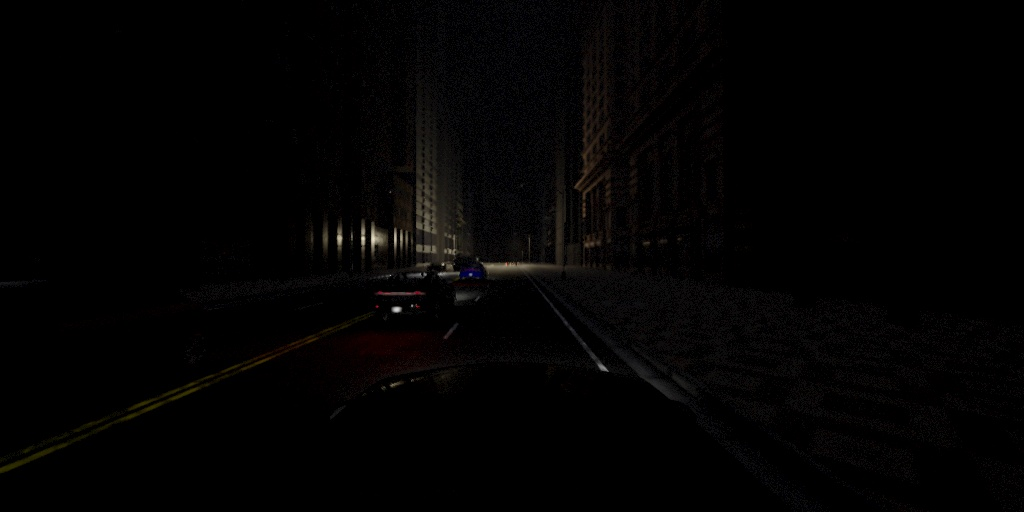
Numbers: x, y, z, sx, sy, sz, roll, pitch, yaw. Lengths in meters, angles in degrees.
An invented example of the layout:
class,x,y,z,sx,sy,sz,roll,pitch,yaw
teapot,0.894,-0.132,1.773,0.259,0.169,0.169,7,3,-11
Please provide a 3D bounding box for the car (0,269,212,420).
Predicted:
class,x,y,z,sx,sy,sz,roll,pitch,yaw
car,-6.600,1.106,4.677,2.097,1.767,4.553,0,0,0

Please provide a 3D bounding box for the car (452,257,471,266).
class,x,y,z,sx,sy,sz,roll,pitch,yaw
car,-6.578,1.089,48.461,2.150,2.045,5.566,0,-1,0

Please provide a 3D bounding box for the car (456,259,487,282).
class,x,y,z,sx,sy,sz,roll,pitch,yaw
car,-3.167,1.273,29.775,1.882,1.535,5.008,0,0,0

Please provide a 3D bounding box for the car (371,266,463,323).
class,x,y,z,sx,sy,sz,roll,pitch,yaw
car,-3.153,1.255,12.223,2.128,1.511,4.902,0,0,0

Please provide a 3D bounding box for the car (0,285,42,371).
class,x,y,z,sx,sy,sz,roll,pitch,yaw
car,-9.850,1.279,4.483,1.812,1.442,4.674,0,0,0

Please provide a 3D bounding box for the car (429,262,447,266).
class,x,y,z,sx,sy,sz,roll,pitch,yaw
car,-9.836,1.458,46.665,1.895,1.301,4.718,0,0,0
